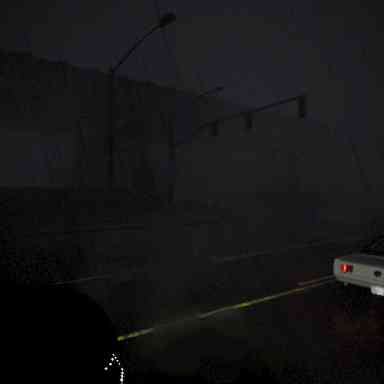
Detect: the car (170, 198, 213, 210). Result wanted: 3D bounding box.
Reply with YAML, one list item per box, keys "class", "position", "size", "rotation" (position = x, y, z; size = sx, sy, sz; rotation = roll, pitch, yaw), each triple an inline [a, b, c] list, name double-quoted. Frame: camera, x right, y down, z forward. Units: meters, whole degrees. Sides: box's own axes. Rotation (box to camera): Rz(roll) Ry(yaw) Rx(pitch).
- class: "car"
  position: [-0.016, 1.297, 36.388]
  size: [4.536, 1.218, 1.853]
  rotation: [0, 0, 8]

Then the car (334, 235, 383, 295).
- class: "car"
  position: [5.394, 1.602, 7.628]
  size: [4.718, 1.301, 1.895]
  rotation: [0, 0, -35]

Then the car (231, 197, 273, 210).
- class: "car"
  position: [7.687, 1.456, 42.830]
  size: [4.974, 1.542, 2.038]
  rotation: [0, 0, -7]

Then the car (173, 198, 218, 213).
- class: "car"
  position: [0.036, 1.455, 36.381]
  size: [4.974, 1.542, 2.038]
  rotation: [0, 0, 8]

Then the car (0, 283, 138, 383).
- class: "car"
  position: [-3.020, 1.221, 1.595]
  size: [5.566, 2.045, 2.150]
  rotation: [0, 0, -35]

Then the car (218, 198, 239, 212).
- class: "car"
  position: [3.779, 1.455, 39.068]
  size: [2.038, 1.542, 4.974]
  rotation: [0, 0, 18]

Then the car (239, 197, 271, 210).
- class: "car"
  position: [7.636, 1.298, 42.824]
  size: [4.536, 1.218, 1.853]
  rotation: [0, 0, -7]

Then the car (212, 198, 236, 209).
- class: "car"
  position: [3.795, 1.298, 39.118]
  size: [1.853, 1.218, 4.536]
  rotation: [0, 0, 18]
